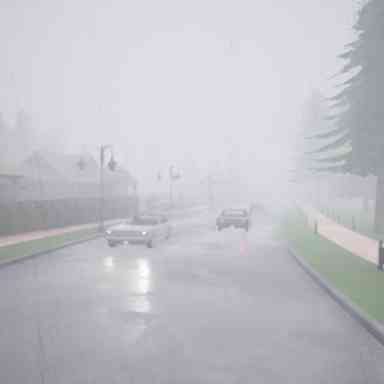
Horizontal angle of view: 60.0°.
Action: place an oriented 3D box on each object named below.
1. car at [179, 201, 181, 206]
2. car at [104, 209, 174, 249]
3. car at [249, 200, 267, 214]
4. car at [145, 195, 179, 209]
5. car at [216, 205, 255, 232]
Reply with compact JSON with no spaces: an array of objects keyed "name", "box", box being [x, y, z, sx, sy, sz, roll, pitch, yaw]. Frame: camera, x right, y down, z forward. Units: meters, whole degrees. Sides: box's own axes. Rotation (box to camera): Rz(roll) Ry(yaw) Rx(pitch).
[{"name":"car","box":[-3.892,1.394,45.763,4.605,1.855,1.932,0,0,16]},{"name":"car","box":[-2.195,1.669,15.059,1.895,1.301,4.718,0,0,10]},{"name":"car","box":[7.760,1.752,39.411,1.837,1.490,4.892,0,0,16]},{"name":"car","box":[-4.197,1.381,43.237,3.866,1.878,1.905,0,0,16]},{"name":"car","box":[2.826,1.728,21.314,1.895,1.301,4.718,0,0,13]}]
